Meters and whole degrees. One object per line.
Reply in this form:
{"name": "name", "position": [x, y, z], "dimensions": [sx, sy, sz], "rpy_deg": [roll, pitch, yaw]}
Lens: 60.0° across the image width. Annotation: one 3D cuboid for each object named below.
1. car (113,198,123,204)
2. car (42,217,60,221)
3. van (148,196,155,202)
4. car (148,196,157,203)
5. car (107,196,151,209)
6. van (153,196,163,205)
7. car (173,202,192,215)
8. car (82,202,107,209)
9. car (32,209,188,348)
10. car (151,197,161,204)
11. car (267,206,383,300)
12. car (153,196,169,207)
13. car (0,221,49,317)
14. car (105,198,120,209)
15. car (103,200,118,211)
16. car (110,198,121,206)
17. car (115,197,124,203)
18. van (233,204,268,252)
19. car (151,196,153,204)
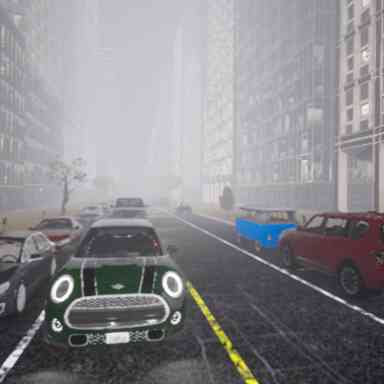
{"name": "car", "position": [-16.500, 1.964, 74.293], "dimensions": [1.947, 1.339, 4.313], "rpy_deg": [0, 0, -10]}
{"name": "car", "position": [-5.171, 1.634, 12.808], "dimensions": [1.802, 1.307, 4.206], "rpy_deg": [0, 0, -10]}
{"name": "van", "position": [-11.348, 1.907, 92.580], "dimensions": [1.690, 1.788, 3.998], "rpy_deg": [0, 0, -10]}
{"name": "car", "position": [-10.318, 1.975, 86.990], "dimensions": [1.967, 1.590, 4.097], "rpy_deg": [0, 0, -10]}
{"name": "car", "position": [-4.058, 1.346, 21.662], "dimensions": [2.150, 2.045, 5.566], "rpy_deg": [1, -1, -10]}
{"name": "van", "position": [-7.228, 1.784, 70.222], "dimensions": [1.690, 1.788, 3.998], "rpy_deg": [0, 0, -10]}
{"name": "car", "position": [-1.049, 1.805, 36.684], "dimensions": [2.008, 1.369, 4.403], "rpy_deg": [0, 0, -10]}
{"name": "car", "position": [-7.231, 1.667, 23.987], "dimensions": [2.008, 1.369, 4.403], "rpy_deg": [0, 0, -10]}
{"name": "car", "position": [-1.403, 1.390, 6.706], "dimensions": [2.097, 1.767, 4.553], "rpy_deg": [1, 0, -10]}
{"name": "car", "position": [-8.258, 1.914, 75.811], "dimensions": [1.967, 1.590, 4.097], "rpy_deg": [0, 0, -10]}
{"name": "car", "position": [4.100, 1.411, 8.738], "dimensions": [2.192, 1.841, 5.009], "rpy_deg": [0, 0, -10]}
{"name": "car", "position": [-5.169, 1.695, 59.044], "dimensions": [2.192, 1.841, 5.009], "rpy_deg": [0, 0, -10]}
{"name": "car", "position": [-4.142, 1.571, 7.219], "dimensions": [2.008, 1.369, 4.403], "rpy_deg": [0, 0, -10]}
{"name": "car", "position": [-12.380, 1.714, 51.935], "dimensions": [1.967, 1.590, 4.097], "rpy_deg": [0, 0, -10]}
{"name": "car", "position": [-11.350, 1.824, 46.345], "dimensions": [1.802, 1.307, 4.206], "rpy_deg": [0, 0, -10]}
{"name": "car", "position": [-14.409, 1.861, 62.947], "dimensions": [1.752, 1.417, 4.829], "rpy_deg": [0, 0, -10]}
{"name": "car", "position": [-18.559, 2.011, 85.472], "dimensions": [2.008, 1.369, 4.403], "rpy_deg": [0, 0, -10]}
{"name": "van", "position": [3.070, 1.469, 14.328], "dimensions": [1.690, 1.788, 3.998], "rpy_deg": [0, 0, -10]}
{"name": "car", "position": [-6.199, 1.727, 64.634], "dimensions": [2.192, 1.841, 5.009], "rpy_deg": [0, 0, -10]}
